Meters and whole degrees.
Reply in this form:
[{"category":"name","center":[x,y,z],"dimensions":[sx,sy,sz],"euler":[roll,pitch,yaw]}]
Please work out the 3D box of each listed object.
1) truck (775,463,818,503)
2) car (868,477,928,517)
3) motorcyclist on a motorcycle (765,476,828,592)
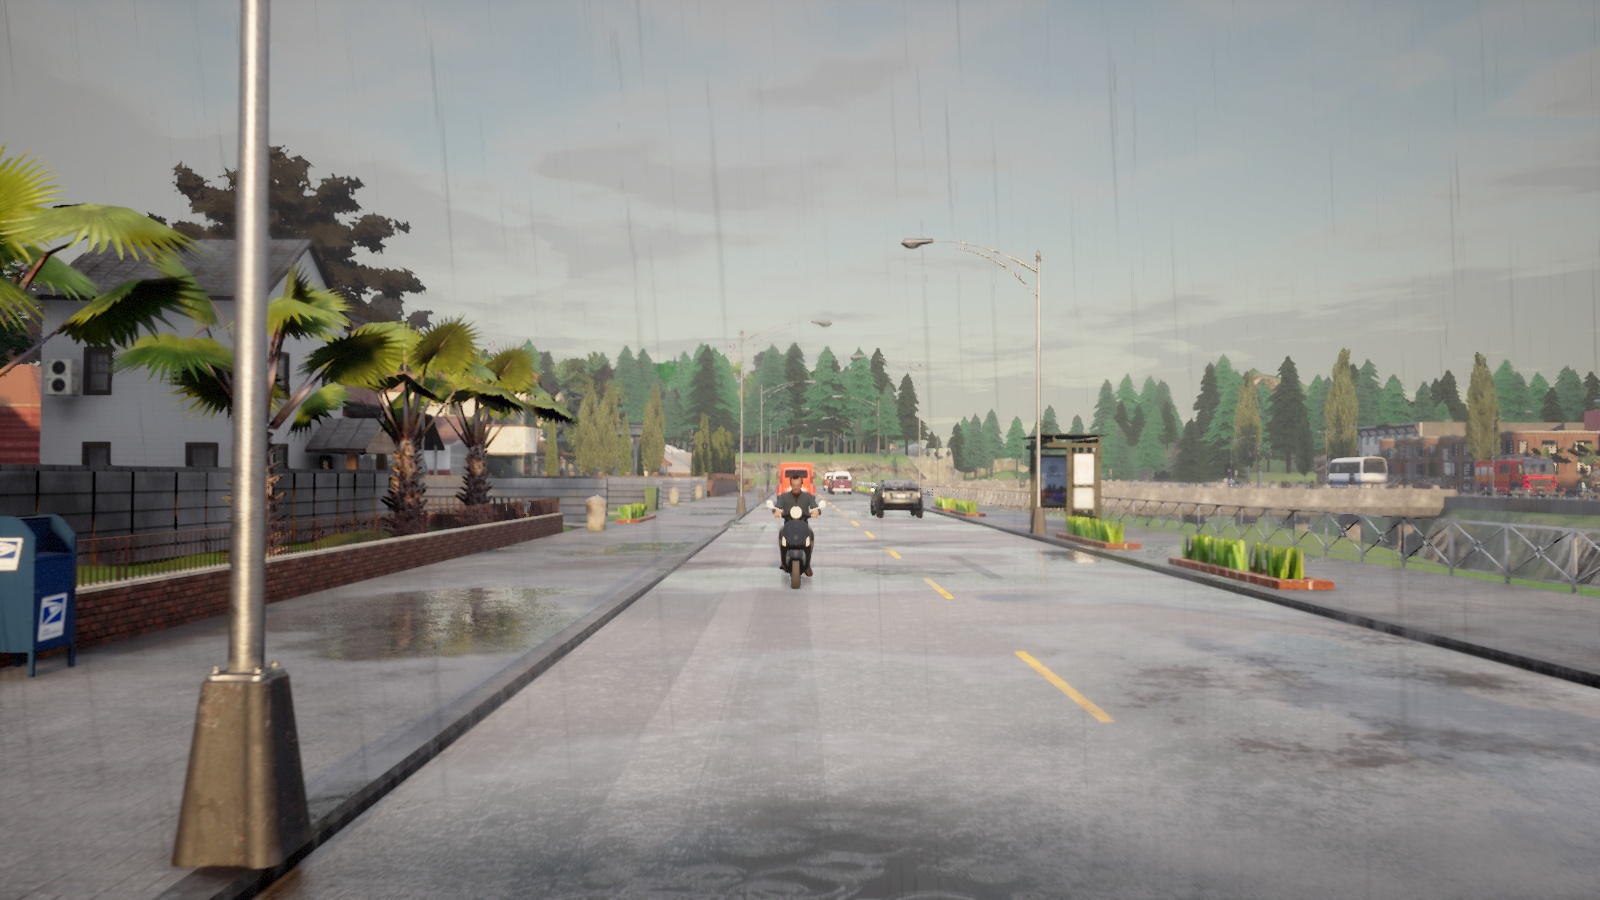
[{"category":"truck","center":[-0.223,2.068,79.656],"dimensions":[2.627,2.467,5.204],"euler":[0,-1,0]},{"category":"car","center":[3.861,1.843,50.102],"dimensions":[2.007,1.525,4.514],"euler":[0,-1,0]},{"category":"motorcyclist on a motorcycle","center":[-0.048,1.170,18.110],"dimensions":[0.866,1.590,1.817],"euler":[0,-1,0]}]
